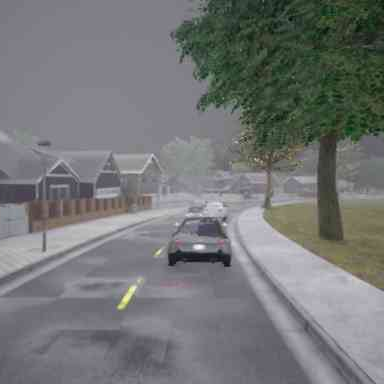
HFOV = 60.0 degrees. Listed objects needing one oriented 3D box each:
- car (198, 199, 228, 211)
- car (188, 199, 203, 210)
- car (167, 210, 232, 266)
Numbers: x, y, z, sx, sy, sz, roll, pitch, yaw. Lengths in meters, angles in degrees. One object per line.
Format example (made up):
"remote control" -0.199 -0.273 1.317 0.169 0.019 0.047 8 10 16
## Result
"car" 1.951 1.527 27.287 1.812 1.442 4.674 0 0 9
"car" 0.916 1.504 36.786 1.812 1.442 4.674 0 0 14
"car" 0.302 1.559 11.592 1.994 1.385 4.181 0 0 3
